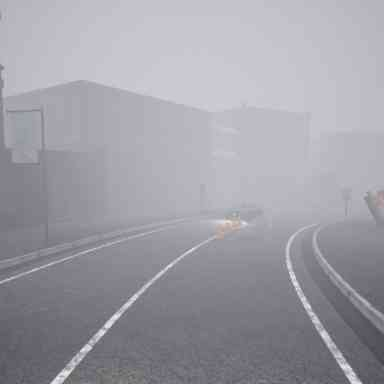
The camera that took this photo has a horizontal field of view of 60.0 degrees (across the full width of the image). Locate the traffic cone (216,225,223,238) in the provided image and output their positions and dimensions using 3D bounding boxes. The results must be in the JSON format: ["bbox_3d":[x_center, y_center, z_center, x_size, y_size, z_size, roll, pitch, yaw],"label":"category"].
[{"bbox_3d":[1.352,1.914,16.195,0.340,0.580,0.340,2,1,17],"label":"traffic cone"}]

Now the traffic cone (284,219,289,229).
[{"bbox_3d":[5.984,2.014,21.035,0.340,0.580,0.340,2,1,17],"label":"traffic cone"}]

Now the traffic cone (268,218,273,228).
[{"bbox_3d":[5.033,1.978,21.330,0.340,0.580,0.340,2,1,17],"label":"traffic cone"}]

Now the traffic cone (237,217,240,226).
[{"bbox_3d":[2.538,1.909,20.015,0.340,0.580,0.340,2,1,17],"label":"traffic cone"}]

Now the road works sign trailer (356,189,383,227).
[{"bbox_3d":[11.350,1.181,20.515,2.880,2.380,3.560,-29,-18,31],"label":"road works sign trailer"}]

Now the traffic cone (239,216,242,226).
[{"bbox_3d":[3.132,1.906,21.924,0.340,0.580,0.340,2,1,17],"label":"traffic cone"}]

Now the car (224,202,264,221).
[{"bbox_3d":[4.231,1.485,26.496,1.994,1.385,4.181,3,1,32],"label":"car"}]
